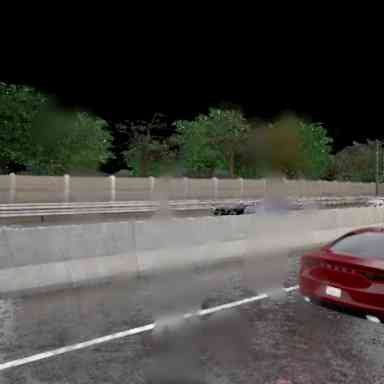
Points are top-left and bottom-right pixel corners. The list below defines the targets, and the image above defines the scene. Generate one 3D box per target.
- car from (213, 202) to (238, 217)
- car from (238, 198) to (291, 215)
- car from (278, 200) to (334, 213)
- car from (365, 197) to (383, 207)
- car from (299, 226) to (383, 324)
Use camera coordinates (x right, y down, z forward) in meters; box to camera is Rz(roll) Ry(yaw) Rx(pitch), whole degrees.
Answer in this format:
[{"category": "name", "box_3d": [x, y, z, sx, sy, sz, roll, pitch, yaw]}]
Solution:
[{"category": "car", "box_3d": [4.057, 1.509, 28.313, 4.718, 1.301, 1.895, 0, 0, -35]}, {"category": "car", "box_3d": [6.109, 1.260, 25.475, 4.553, 1.767, 2.097, 0, 0, -35]}, {"category": "car", "box_3d": [8.231, 1.472, 22.688, 4.181, 1.385, 1.994, 0, 0, -35]}, {"category": "car", "box_3d": [23.800, 1.324, 42.135, 4.674, 1.442, 1.812, 0, 0, -34]}, {"category": "car", "box_3d": [4.303, 1.444, 6.805, 5.008, 1.535, 1.882, 0, 0, -35]}]
